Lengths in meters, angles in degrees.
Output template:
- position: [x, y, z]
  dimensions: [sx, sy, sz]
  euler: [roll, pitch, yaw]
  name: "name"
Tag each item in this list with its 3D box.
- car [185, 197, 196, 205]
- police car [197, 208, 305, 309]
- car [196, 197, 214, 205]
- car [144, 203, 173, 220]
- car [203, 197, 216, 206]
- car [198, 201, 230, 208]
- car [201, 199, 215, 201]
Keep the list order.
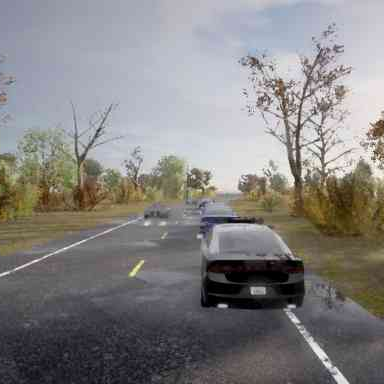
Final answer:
- position: [-0.102, 1.638, 61.332]
  dimensions: [2.128, 1.511, 4.902]
  euler: [0, 0, 6]
  name: "car"
- position: [1.144, 1.427, 8.081]
  dimensions: [1.930, 1.638, 5.238]
  euler: [0, 0, 1]
  name: "police car"
- position: [2.041, 1.602, 46.574]
  dimensions: [1.812, 1.442, 4.674]
  euler: [0, 0, 6]
  name: "car"
- position: [-2.784, 1.584, 28.061]
  dimensions: [1.994, 1.385, 4.181]
  euler: [0, 0, 3]
  name: "car"
- position: [3.202, 1.633, 60.356]
  dimensions: [2.128, 1.511, 4.902]
  euler: [0, 0, 6]
  name: "car"
- position: [1.408, 1.485, 17.923]
  dimensions: [1.882, 1.535, 5.008]
  euler: [0, 0, 2]
  name: "car"
- position: [1.644, 1.491, 23.892]
  dimensions: [1.882, 1.535, 5.008]
  euler: [0, 0, 3]
  name: "car"
